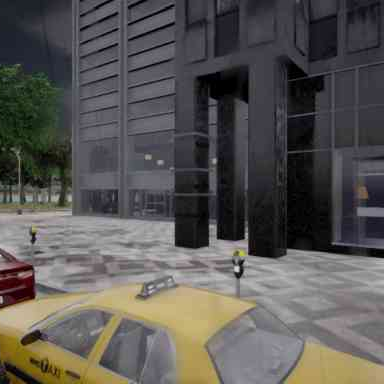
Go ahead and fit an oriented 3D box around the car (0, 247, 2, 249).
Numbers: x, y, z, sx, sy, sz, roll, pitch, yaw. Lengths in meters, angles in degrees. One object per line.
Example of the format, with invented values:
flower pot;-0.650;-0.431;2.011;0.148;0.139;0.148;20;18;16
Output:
car;-4.823;1.545;6.410;4.507;1.381;1.887;0;0;36

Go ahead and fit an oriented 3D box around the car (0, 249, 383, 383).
car;-0.537;1.525;3.347;4.829;1.417;1.752;0;0;36
